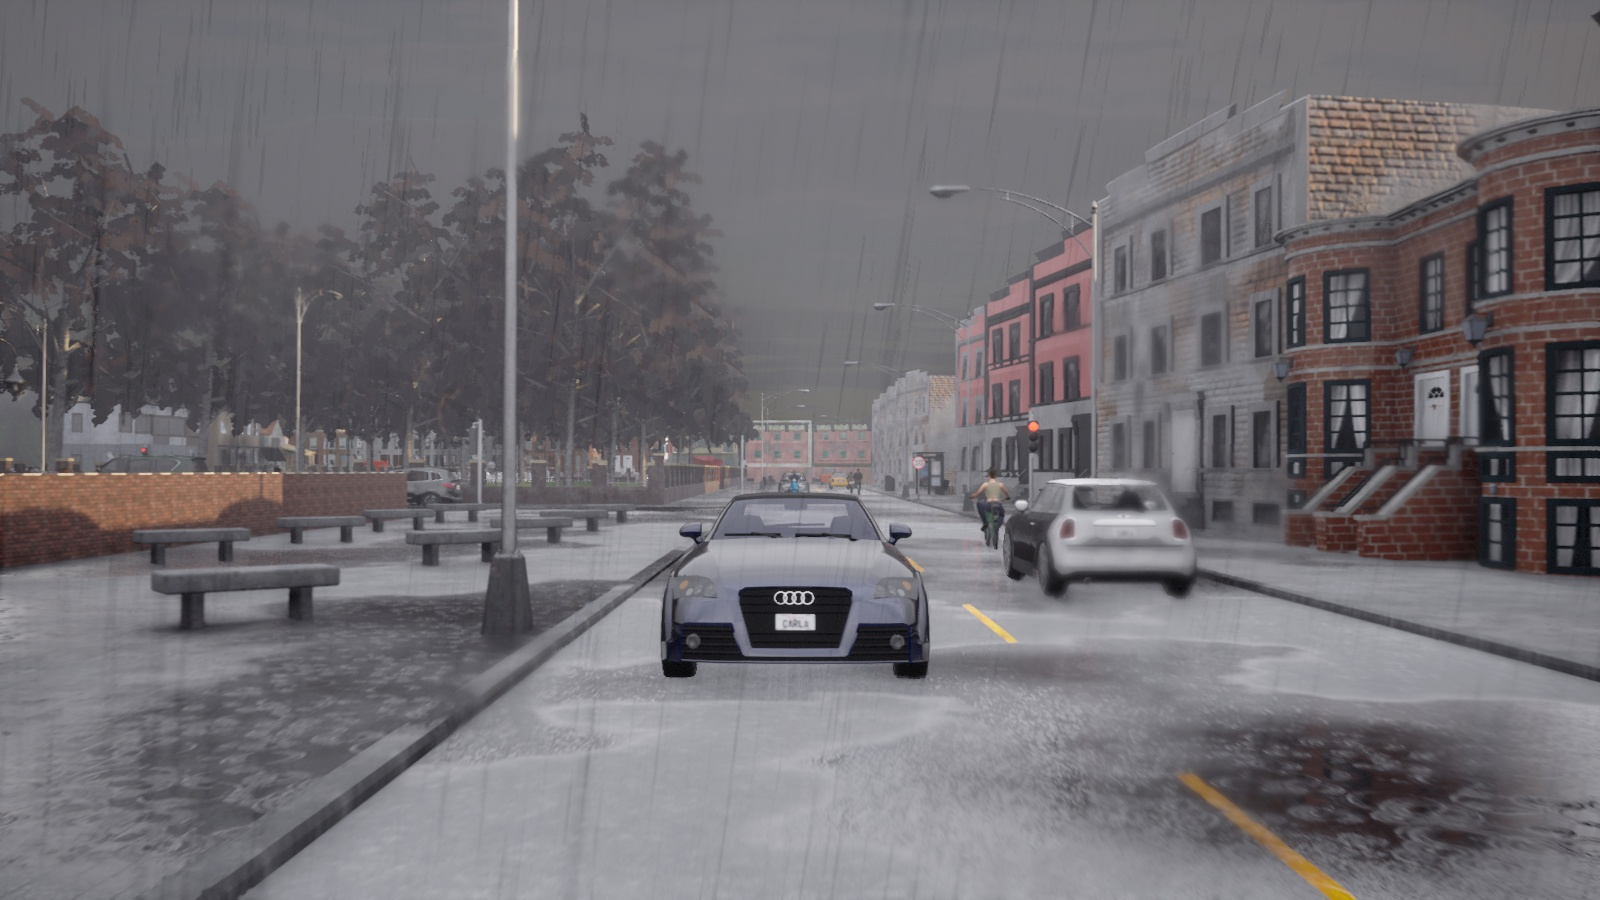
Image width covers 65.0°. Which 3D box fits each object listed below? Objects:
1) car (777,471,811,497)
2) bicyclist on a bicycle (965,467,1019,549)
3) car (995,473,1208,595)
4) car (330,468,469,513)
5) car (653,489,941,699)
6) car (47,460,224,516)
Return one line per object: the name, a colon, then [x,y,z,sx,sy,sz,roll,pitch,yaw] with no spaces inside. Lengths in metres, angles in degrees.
car: [-0.348,2.050,76.856,2.007,1.525,4.514,0,-1,0]
bicyclist on a bicycle: [3.919,1.166,25.732,0.866,1.612,1.509,0,-1,-1]
car: [3.952,1.051,17.152,1.970,1.475,3.806,0,-1,0]
car: [-15.211,1.521,47.871,4.611,1.667,2.242,0,-1,-2]
car: [-0.029,1.059,10.789,1.994,1.385,4.181,0,-1,0]
car: [-25.216,1.435,47.800,5.566,2.045,2.150,0,-1,-2]
